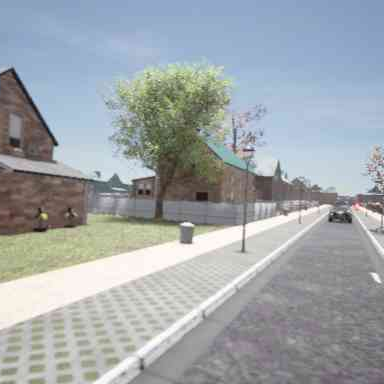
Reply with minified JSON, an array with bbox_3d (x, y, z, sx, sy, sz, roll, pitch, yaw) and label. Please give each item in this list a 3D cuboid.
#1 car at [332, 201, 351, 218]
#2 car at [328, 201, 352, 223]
[{"bbox_3d":[20.367,2.301,45.342,2.150,2.045,5.566,3,0,25],"label":"car"},{"bbox_3d":[15.240,2.158,34.107,2.097,1.767,4.553,3,0,25],"label":"car"}]
